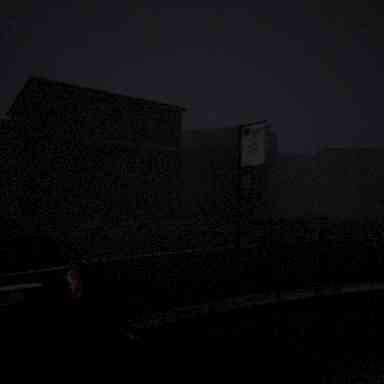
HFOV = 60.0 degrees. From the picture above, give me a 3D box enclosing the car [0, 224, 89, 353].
[{"bbox_3d":[-3.480,1.352,5.871,2.185,1.767,4.553,0,0,-36],"label":"car"}]
